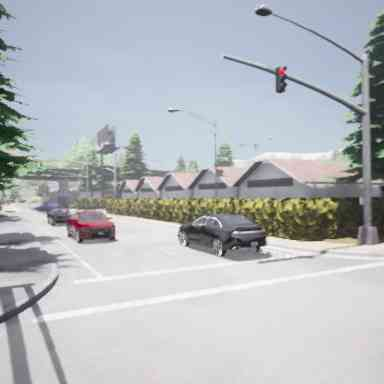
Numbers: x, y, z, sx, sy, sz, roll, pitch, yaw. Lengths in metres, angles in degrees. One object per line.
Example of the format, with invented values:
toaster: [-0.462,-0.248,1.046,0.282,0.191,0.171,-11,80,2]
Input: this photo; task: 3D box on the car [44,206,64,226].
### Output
car: [-11.063,2.105,28.222,1.895,1.301,4.718,0,-1,-29]

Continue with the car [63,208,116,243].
car: [-5.649,1.797,18.423,1.882,1.535,5.008,0,-1,-29]

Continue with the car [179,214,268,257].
car: [1.090,1.682,14.022,2.128,1.511,4.902,0,-1,-28]

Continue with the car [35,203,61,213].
car: [-20.037,2.263,46.879,4.674,1.442,1.812,0,-2,30]
